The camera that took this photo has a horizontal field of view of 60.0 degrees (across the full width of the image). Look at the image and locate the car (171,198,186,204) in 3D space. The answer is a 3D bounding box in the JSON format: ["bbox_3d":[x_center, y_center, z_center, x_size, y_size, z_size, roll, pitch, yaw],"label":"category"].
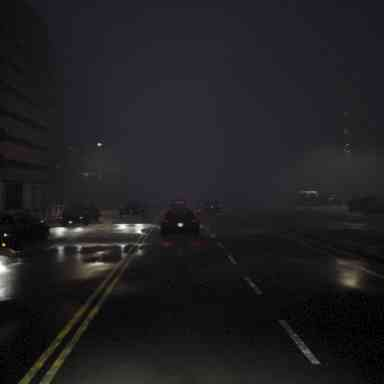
[{"bbox_3d":[-1.737,1.487,42.849,2.128,1.511,4.902,0,0,-3],"label":"car"}]

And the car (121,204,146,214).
[{"bbox_3d":[-4.634,1.235,26.762,1.994,1.385,4.181,0,0,-3],"label":"car"}]

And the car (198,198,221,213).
[{"bbox_3d":[2.021,1.530,36.143,1.994,1.385,4.181,0,0,-2],"label":"car"}]

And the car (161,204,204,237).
[{"bbox_3d":[-0.655,1.561,18.145,1.994,1.385,4.181,0,0,-2],"label":"car"}]

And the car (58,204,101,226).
[{"bbox_3d":[-8.132,1.607,24.615,2.033,1.411,5.357,0,0,-3],"label":"car"}]

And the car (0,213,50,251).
[{"bbox_3d":[-7.678,1.624,14.151,1.994,1.385,4.181,0,0,-2],"label":"car"}]

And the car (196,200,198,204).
[{"bbox_3d":[1.556,1.513,45.491,2.033,1.411,5.357,0,0,-2],"label":"car"}]
